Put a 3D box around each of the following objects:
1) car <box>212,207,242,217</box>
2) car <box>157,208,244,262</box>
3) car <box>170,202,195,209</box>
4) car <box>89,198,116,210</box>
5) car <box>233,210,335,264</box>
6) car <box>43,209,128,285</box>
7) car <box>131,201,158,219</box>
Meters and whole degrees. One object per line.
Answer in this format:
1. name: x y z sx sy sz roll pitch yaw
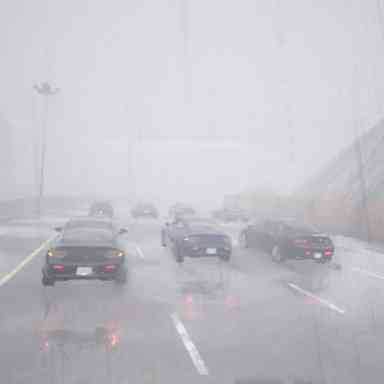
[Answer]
1. car: 3.170 1.929 28.264 1.895 1.301 4.718 3 0 -14
2. car: 0.044 1.595 12.317 1.812 1.442 4.674 3 0 -14
3. car: -0.855 1.642 29.959 1.812 1.442 4.674 3 0 -14
4. car: -7.369 1.249 27.215 1.837 1.490 4.892 3 0 -14
5. car: 3.454 1.766 13.033 1.837 1.490 4.892 3 0 -14
6. car: -2.752 1.424 9.024 1.812 1.442 4.674 3 0 -14
7. car: -4.119 1.494 28.603 1.994 1.385 4.181 3 0 -14
